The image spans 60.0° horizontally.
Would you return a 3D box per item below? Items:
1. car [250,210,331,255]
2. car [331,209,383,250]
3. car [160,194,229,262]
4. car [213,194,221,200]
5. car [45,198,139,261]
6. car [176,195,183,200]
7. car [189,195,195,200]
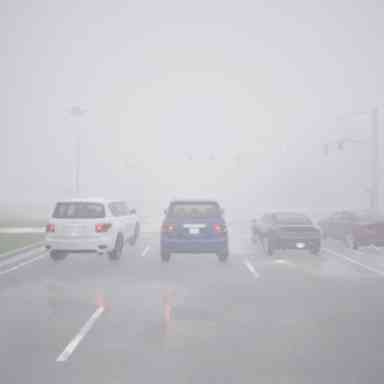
[{"bbox_3d":[3.584,1.506,13.384,1.837,1.490,4.892,0,0,0],"label":"car"},{"bbox_3d":[7.093,1.479,14.386,1.882,1.535,5.008,0,0,0],"label":"car"},{"bbox_3d":[0.080,1.224,12.337,2.150,2.045,5.566,0,0,0],"label":"car"},{"bbox_3d":[6.973,1.366,92.758,2.097,1.767,4.553,0,0,0],"label":"car"},{"bbox_3d":[-3.418,1.223,12.387,2.150,2.045,5.566,0,0,0],"label":"car"},{"bbox_3d":[-3.527,1.536,92.782,1.812,1.442,4.674,0,0,0],"label":"car"},{"bbox_3d":[-0.027,1.511,92.368,1.837,1.490,4.892,0,0,0],"label":"car"}]
